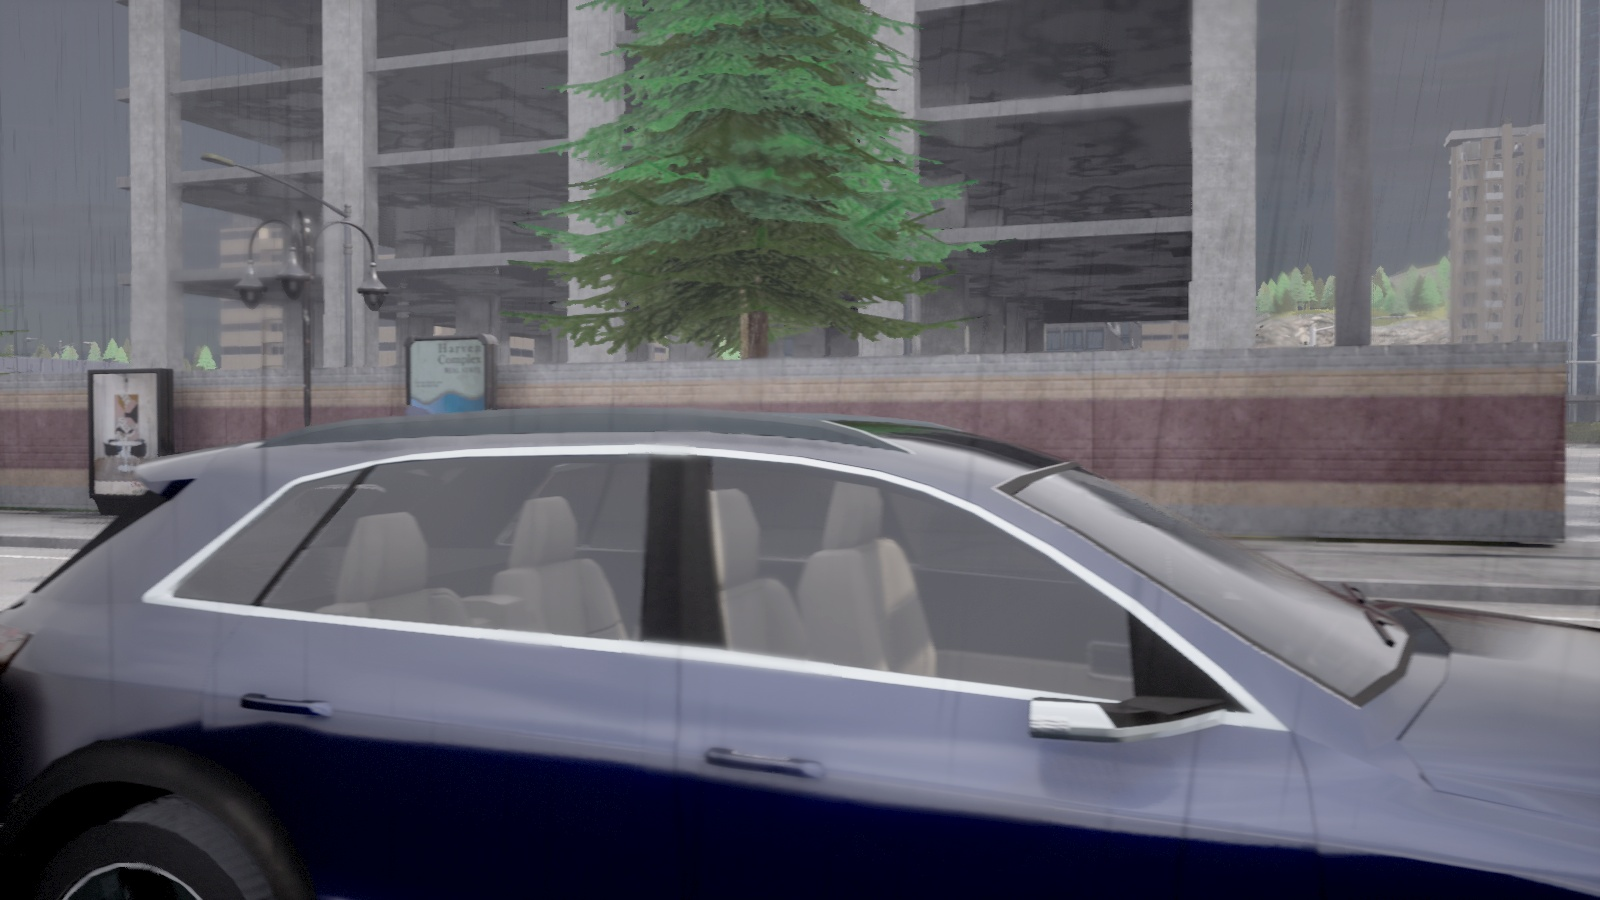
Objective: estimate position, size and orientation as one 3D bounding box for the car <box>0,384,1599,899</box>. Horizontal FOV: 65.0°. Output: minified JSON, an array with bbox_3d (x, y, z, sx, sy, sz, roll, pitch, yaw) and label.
[{"bbox_3d":[0.224,0.705,3.117,4.856,1.649,2.033,1,1,19],"label":"car"}]
